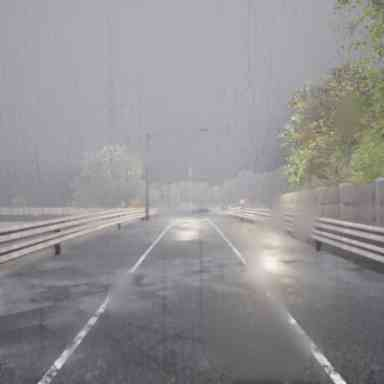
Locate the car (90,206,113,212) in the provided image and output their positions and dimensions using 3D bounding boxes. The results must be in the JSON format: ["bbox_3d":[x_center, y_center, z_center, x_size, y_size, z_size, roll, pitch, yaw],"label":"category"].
[{"bbox_3d":[-11.704,2.735,46.043,1.882,1.535,5.008,-2,-3,45],"label":"car"}]

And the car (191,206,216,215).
[{"bbox_3d":[1.785,3.466,62.334,2.128,1.511,4.902,-2,-3,34],"label":"car"}]
